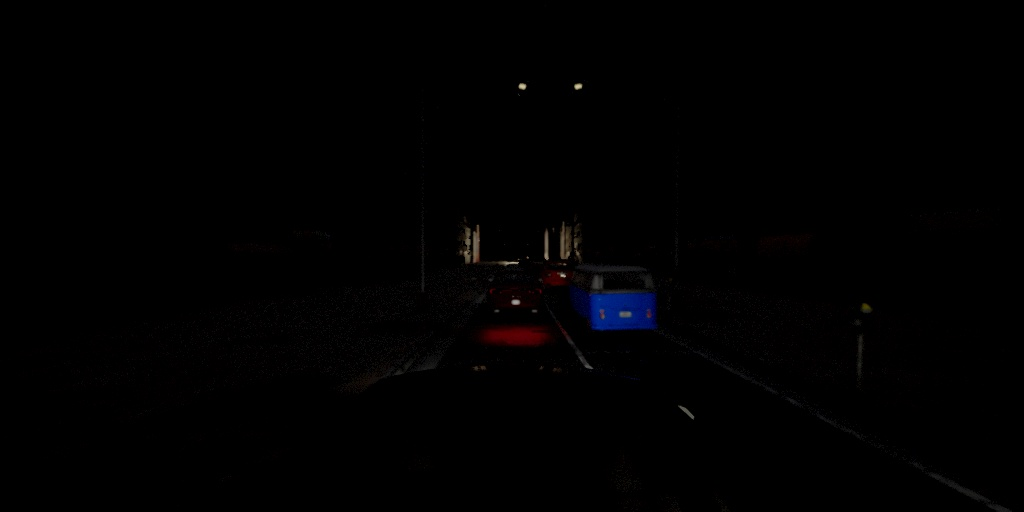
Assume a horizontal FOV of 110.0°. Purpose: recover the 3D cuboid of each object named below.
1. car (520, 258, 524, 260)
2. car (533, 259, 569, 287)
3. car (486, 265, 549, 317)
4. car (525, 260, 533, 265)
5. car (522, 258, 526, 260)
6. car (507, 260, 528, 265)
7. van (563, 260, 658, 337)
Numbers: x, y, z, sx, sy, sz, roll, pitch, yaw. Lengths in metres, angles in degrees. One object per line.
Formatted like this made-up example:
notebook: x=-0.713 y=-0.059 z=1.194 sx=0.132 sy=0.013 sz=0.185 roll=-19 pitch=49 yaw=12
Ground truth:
car: x=2.735 y=1.466 z=59.937 sx=2.007 sy=1.370 sz=4.403 roll=0 pitch=0 yaw=0
car: x=2.665 y=1.122 z=21.210 sx=2.192 sy=1.841 sz=5.009 roll=0 pitch=0 yaw=0
car: x=0.127 y=1.259 z=13.356 sx=1.882 sy=1.535 sz=5.008 roll=0 pitch=0 yaw=0
car: x=2.705 y=1.450 z=43.340 sx=1.802 sy=1.307 sz=4.207 roll=0 pitch=0 yaw=0
car: x=2.725 y=1.425 z=54.575 sx=1.751 sy=1.417 sz=4.829 roll=0 pitch=0 yaw=0
car: x=0.148 y=1.354 z=30.655 sx=1.812 sy=1.442 sz=4.674 roll=0 pitch=0 yaw=0
van: x=2.645 y=1.119 z=10.145 sx=1.690 sy=1.789 sz=3.998 roll=0 pitch=0 yaw=0
